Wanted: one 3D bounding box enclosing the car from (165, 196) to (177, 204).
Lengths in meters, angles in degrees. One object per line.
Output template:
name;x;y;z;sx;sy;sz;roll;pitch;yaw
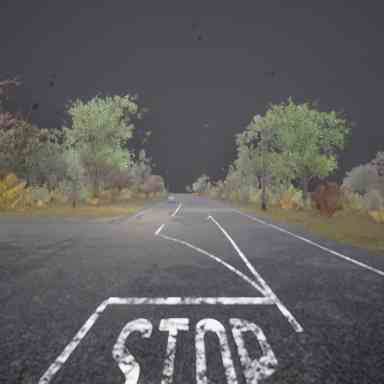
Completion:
car;-3.879;1.519;62.509;1.812;1.442;4.674;0;0;-1
